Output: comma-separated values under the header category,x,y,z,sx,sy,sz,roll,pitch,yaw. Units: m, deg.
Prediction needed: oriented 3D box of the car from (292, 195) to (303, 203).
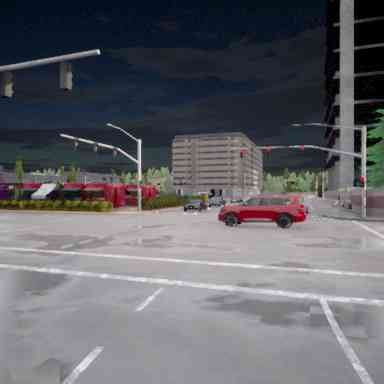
category,x,y,z,sx,sy,sz,roll,pitch,yaw
car,21.468,1.482,67.536,2.128,1.511,4.902,0,0,19

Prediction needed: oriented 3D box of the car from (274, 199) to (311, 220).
category,x,y,z,sx,sy,sz,roll,pitch,yaw
car,8.946,1.488,30.120,1.882,1.535,5.008,-2,1,1

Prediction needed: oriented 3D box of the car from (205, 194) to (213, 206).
category,x,y,z,sx,sy,sz,roll,pitch,yaw
car,3.757,1.480,48.445,1.837,1.490,4.892,0,0,19

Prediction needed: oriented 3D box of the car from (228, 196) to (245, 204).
category,x,y,z,sx,sy,sz,roll,pitch,yaw
car,8.323,1.460,61.709,2.128,1.511,4.902,0,0,19

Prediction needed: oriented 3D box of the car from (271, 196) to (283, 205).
category,x,y,z,sx,sy,sz,roll,pitch,yaw
car,15.686,1.446,61.165,1.882,1.535,5.008,0,0,19

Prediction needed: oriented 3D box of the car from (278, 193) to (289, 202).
category,x,y,z,sx,sy,sz,roll,pitch,yaw
car,21.625,1.185,78.827,2.150,2.045,5.566,0,0,19

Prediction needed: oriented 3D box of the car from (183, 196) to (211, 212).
category,x,y,z,sx,sy,sz,roll,pitch,yaw
car,0.468,1.545,38.906,1.994,1.385,4.181,0,0,17

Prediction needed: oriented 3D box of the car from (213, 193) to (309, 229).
category,x,y,z,sx,sy,sz,roll,pitch,yaw
car,4.536,1.254,21.709,5.566,2.045,2.150,0,0,20

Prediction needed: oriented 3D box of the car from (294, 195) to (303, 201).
category,x,y,z,sx,sy,sz,roll,pitch,yaw
car,24.788,1.328,77.257,2.033,1.411,5.357,0,0,19
